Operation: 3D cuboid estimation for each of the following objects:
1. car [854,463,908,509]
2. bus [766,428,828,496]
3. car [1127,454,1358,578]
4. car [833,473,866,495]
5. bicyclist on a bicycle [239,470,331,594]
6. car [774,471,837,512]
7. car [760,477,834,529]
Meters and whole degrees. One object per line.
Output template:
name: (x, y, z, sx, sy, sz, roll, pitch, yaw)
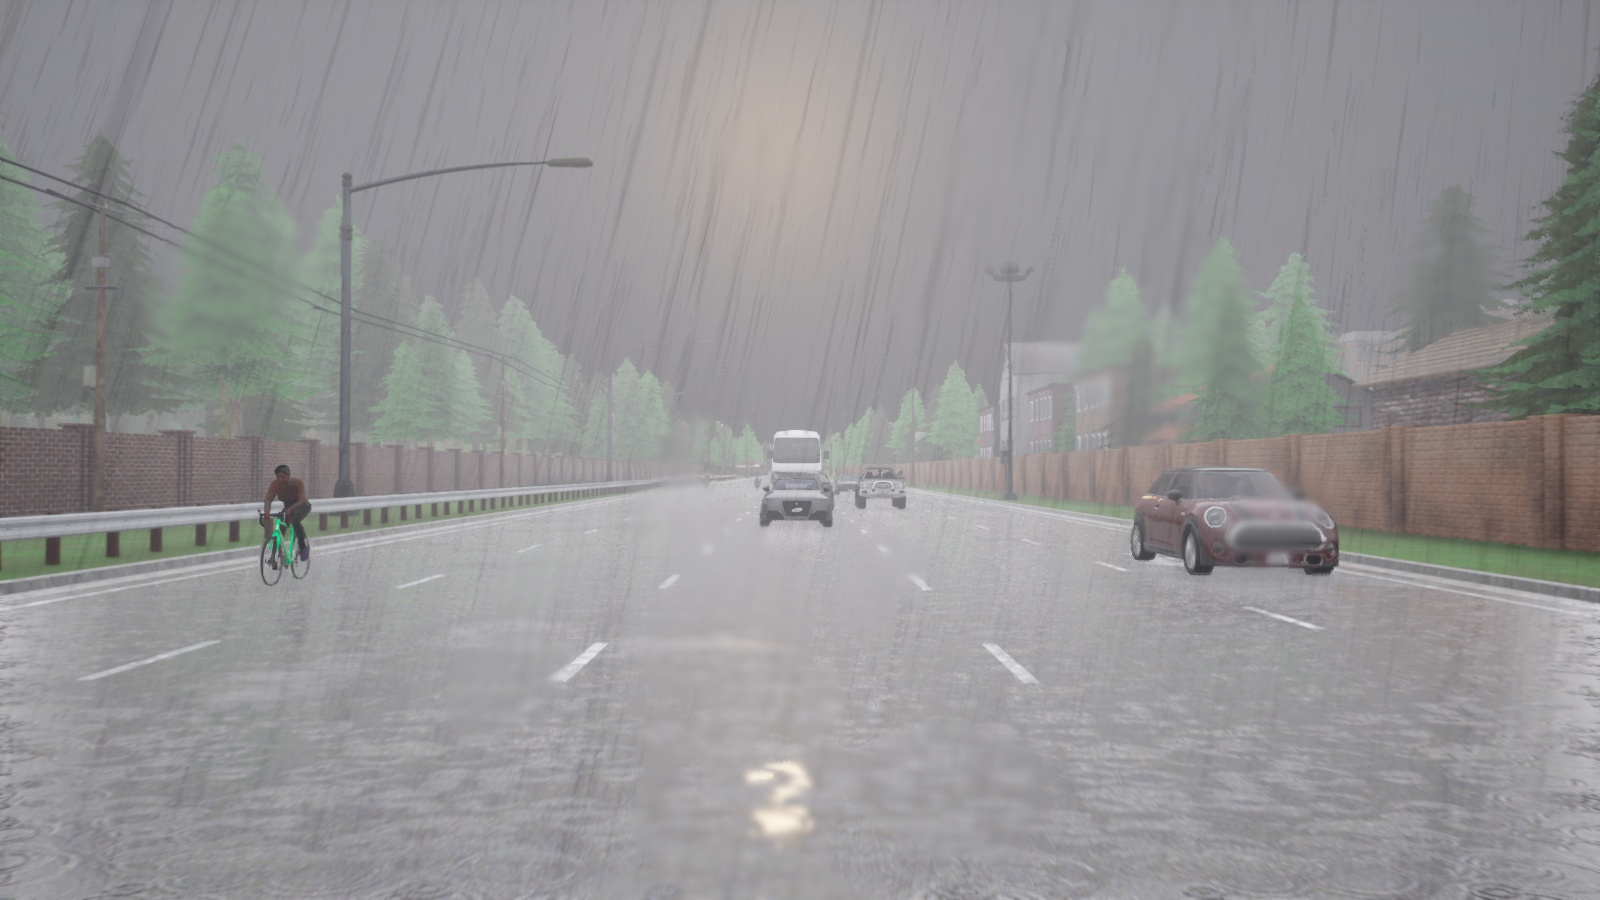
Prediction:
car: (3.371, 1.504, 52.952, 1.932, 1.855, 4.605, 0, -1, 0)
bus: (-0.215, 0.854, 84.546, 3.944, 4.253, 10.273, 0, -1, 0)
car: (6.949, 0.985, 20.313, 2.097, 1.767, 4.553, 0, -1, 0)
car: (3.292, 2.260, 84.294, 2.033, 1.411, 5.357, 0, -1, 0)
bicyclist on a bicycle: (-7.043, 1.085, 17.256, 0.582, 1.620, 1.656, 0, -1, 0)
car: (0.255, 1.623, 49.609, 1.789, 1.549, 3.705, -1, -1, 11)
car: (-0.092, 1.484, 36.144, 1.994, 1.385, 4.181, 0, -1, -1)
